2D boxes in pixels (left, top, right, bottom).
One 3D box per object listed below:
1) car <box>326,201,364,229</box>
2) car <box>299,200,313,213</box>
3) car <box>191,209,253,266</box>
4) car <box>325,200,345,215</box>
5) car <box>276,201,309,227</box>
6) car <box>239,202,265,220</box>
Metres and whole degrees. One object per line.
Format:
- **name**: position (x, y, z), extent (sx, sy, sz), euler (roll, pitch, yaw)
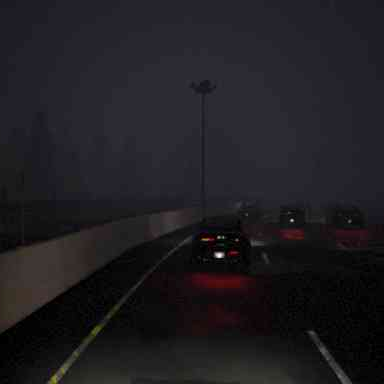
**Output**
- **car**: position (10.626, 1.657, 23.340), extent (2.128, 1.511, 4.902), euler (0, 0, 16)
- **car**: position (13.595, 1.759, 40.450), extent (2.128, 1.511, 4.902), euler (0, 0, 26)
- **car**: position (1.104, 1.573, 11.957), extent (1.837, 1.490, 4.892), euler (0, 0, 7)
- **car**: position (17.174, 1.755, 39.743), extent (1.882, 1.535, 5.008), euler (0, 0, 27)
- **car**: position (7.339, 1.663, 24.536), extent (1.837, 1.490, 4.892), euler (0, -1, 16)
- **car**: position (5.325, 1.669, 29.758), extent (2.128, 1.511, 4.902), euler (0, 0, 19)
